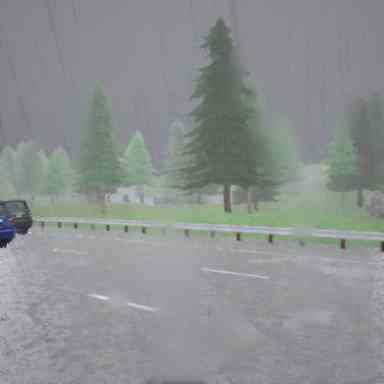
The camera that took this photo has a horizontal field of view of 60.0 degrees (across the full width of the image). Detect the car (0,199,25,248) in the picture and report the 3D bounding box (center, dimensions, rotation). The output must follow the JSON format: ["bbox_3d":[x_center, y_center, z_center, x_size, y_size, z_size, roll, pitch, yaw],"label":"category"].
[{"bbox_3d":[-10.091,1.433,14.517,5.566,2.045,2.150,-1,-1,31],"label":"car"}]

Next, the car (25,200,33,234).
[{"bbox_3d":[-11.797,1.482,19.564,5.566,2.045,2.150,-2,-1,29],"label":"car"}]
